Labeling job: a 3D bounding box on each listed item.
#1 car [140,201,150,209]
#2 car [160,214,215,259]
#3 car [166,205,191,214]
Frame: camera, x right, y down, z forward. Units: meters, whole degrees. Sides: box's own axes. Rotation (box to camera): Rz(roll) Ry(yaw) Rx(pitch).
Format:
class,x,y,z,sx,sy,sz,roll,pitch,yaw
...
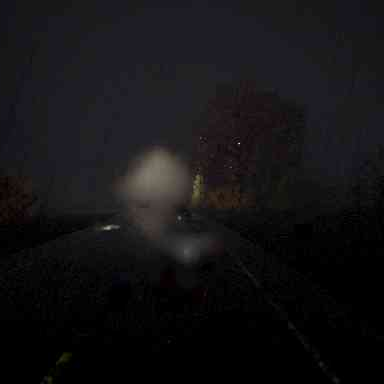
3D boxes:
class,x,y,z,sx,sy,sz,roll,pitch,yaw
car,-9.125,2.497,63.875,2.033,1.411,5.357,0,-1,-9
car,-0.229,1.763,13.354,1.895,1.301,4.718,0,-1,-2
car,-1.105,1.881,28.652,1.837,1.490,4.892,0,0,-4
